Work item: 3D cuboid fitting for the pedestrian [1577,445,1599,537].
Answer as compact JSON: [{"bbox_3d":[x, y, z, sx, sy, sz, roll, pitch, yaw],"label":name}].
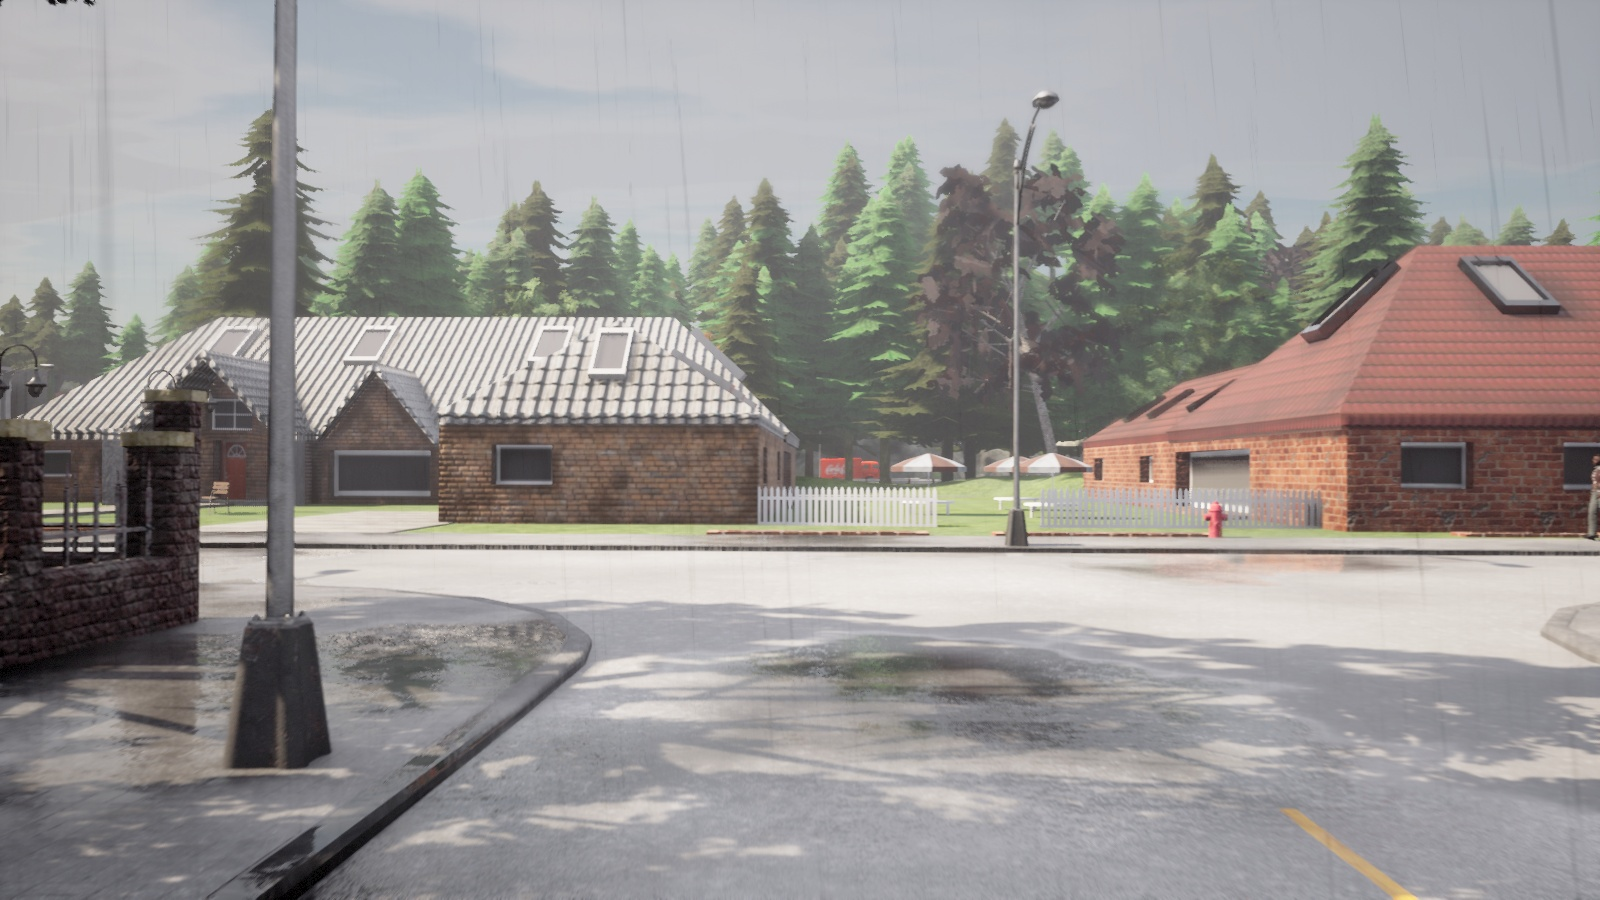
[{"bbox_3d":[16.838,0.853,26.438,0.666,1.930,0.402,0,-1,1],"label":"pedestrian"}]
